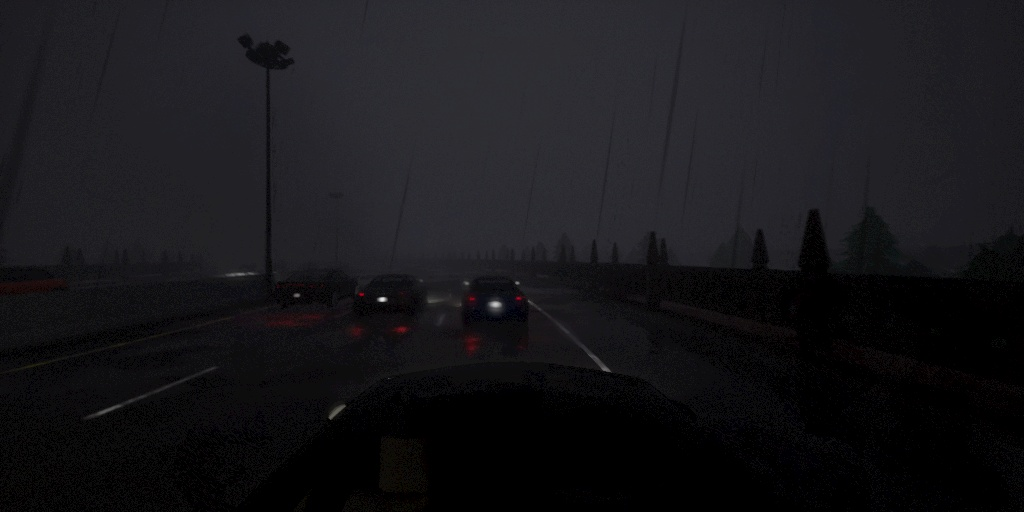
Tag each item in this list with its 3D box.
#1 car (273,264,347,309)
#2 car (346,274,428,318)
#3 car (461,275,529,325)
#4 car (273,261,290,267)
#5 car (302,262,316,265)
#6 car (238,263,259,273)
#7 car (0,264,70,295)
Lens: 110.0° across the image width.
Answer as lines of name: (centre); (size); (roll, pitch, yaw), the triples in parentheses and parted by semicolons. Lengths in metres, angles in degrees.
car: (-8.086, 1.266, 15.384); (1.882, 1.535, 5.008); (0, 0, -8)
car: (-4.304, 1.336, 13.235); (1.994, 1.385, 4.181); (0, 0, -7)
car: (-0.628, 1.320, 11.883); (1.994, 1.385, 4.181); (0, 0, -5)
car: (-32.377, 1.407, 50.344); (1.837, 1.490, 4.892); (0, 0, -32)
car: (-23.292, 1.408, 41.253); (2.033, 1.411, 5.357); (0, 0, -25)
car: (-34.149, 1.509, 46.567); (1.895, 1.301, 4.718); (0, 0, -31)
car: (-18.455, 1.183, 12.271); (2.097, 1.767, 4.553); (0, 0, -8)
